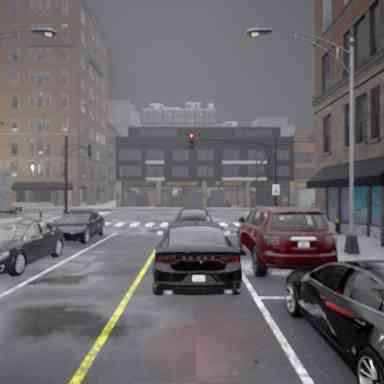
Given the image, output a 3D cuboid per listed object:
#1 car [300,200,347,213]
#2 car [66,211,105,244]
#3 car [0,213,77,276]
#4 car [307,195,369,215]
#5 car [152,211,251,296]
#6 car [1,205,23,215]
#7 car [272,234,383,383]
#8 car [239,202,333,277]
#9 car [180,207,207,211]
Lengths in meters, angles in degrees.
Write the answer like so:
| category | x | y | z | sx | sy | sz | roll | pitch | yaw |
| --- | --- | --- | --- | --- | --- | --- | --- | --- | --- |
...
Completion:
| category | x | y | z | sx | sy | sz | roll | pitch | yaw |
| --- | --- | --- | --- | --- | --- | --- | --- | --- | --- |
| car | 15.048 | 1.635 | 38.201 | 4.674 | 1.442 | 1.812 | 0 | 0 | 0 |
| car | -5.403 | 1.576 | 15.859 | 1.947 | 1.339 | 4.313 | 0 | 0 | 0 |
| car | -5.398 | 1.557 | 10.197 | 2.008 | 1.369 | 4.403 | 0 | 0 | 0 |
| car | 15.257 | 1.324 | 34.972 | 5.566 | 2.045 | 2.150 | 0 | 0 | 0 |
| car | 0.067 | 1.483 | 8.745 | 1.882 | 1.535 | 5.008 | 0 | 0 | -1 |
| car | -18.590 | 1.540 | 31.333 | 4.718 | 1.301 | 1.895 | 0 | 0 | 0 |
| car | 2.632 | 1.569 | 4.542 | 1.947 | 1.339 | 4.313 | 0 | 0 | 0 |
| car | 2.627 | 1.322 | 10.205 | 2.192 | 1.841 | 5.009 | 0 | 0 | 0 |
| car | 0.065 | 1.516 | 16.527 | 1.837 | 1.490 | 4.892 | 0 | 0 | 0 |
